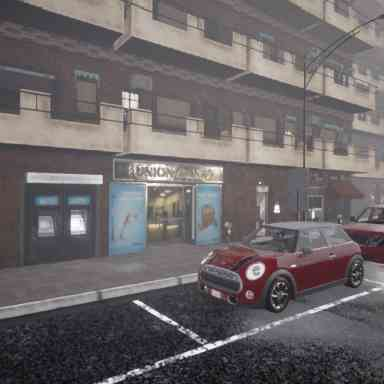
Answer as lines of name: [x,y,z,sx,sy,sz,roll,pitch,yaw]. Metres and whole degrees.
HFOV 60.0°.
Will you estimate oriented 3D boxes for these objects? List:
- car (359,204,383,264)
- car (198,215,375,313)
car: [6.588,1.321,10.815,5.009,1.841,2.192,0,0,-36]
car: [2.087,1.442,7.593,4.097,1.590,1.967,0,0,-36]
